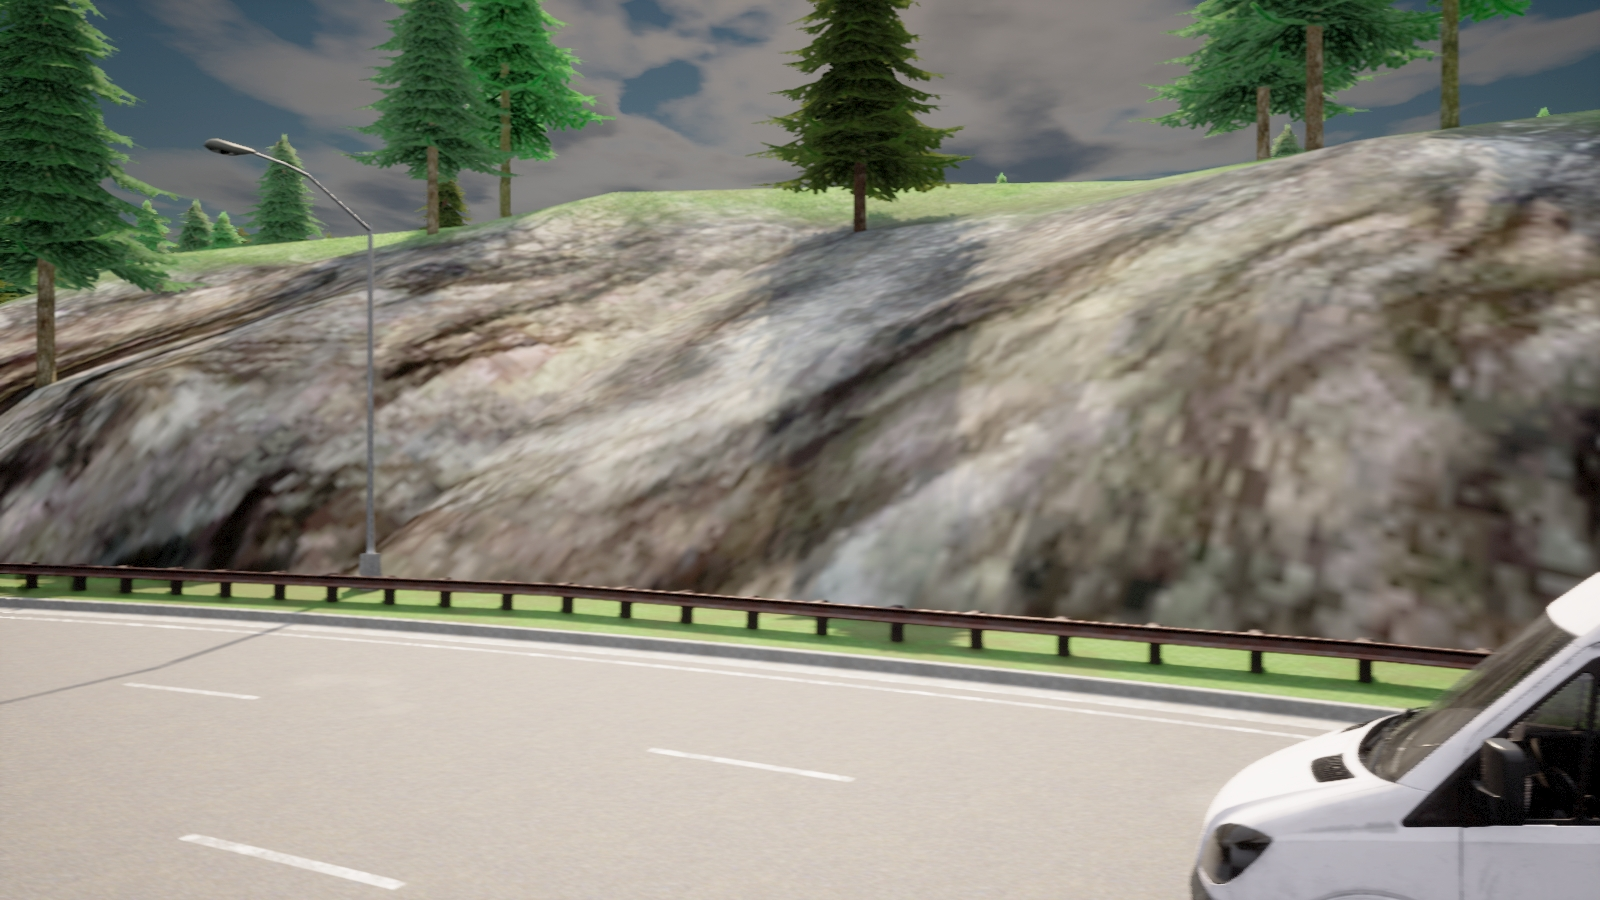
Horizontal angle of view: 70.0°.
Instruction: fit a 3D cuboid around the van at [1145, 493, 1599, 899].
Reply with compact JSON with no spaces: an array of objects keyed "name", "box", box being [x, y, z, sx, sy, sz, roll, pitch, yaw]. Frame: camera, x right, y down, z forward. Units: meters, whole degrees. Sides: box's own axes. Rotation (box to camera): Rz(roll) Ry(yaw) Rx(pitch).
[{"name":"van","box":[4.620,1.533,4.505,5.915,2.561,1.988,0,-1,34]}]
